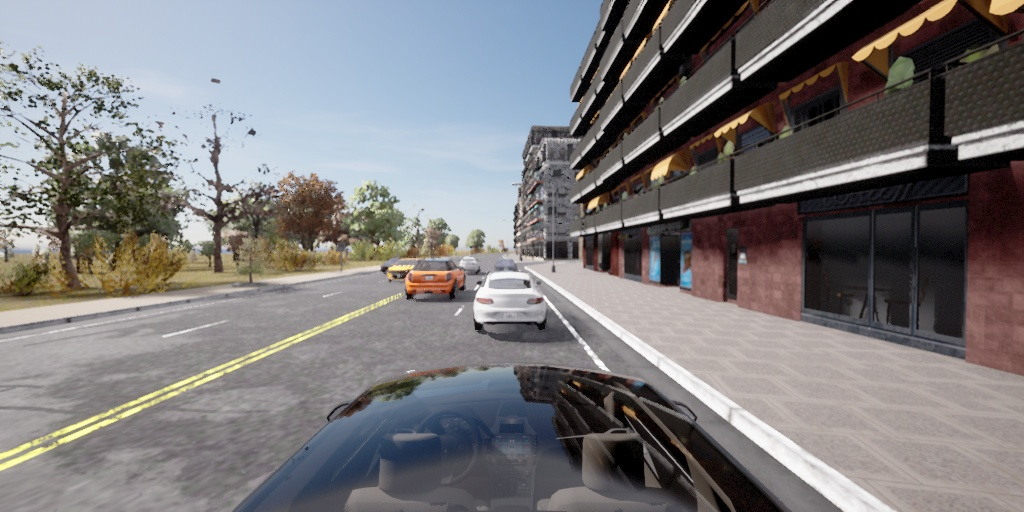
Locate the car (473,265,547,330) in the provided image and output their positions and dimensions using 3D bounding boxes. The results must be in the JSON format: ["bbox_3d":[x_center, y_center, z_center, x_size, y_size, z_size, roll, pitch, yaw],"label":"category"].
[{"bbox_3d":[-0.073,1.151,10.427,1.812,1.442,4.674,0,1,-1],"label":"car"}]

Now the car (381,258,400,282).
[{"bbox_3d":[-7.065,0.902,24.741,1.882,1.535,5.008,0,1,-2],"label":"car"}]

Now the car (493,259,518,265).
[{"bbox_3d":[-0.488,0.932,27.566,2.033,1.411,5.357,0,1,-1],"label":"car"}]

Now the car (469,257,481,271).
[{"bbox_3d":[-3.924,0.831,33.284,1.812,1.442,4.674,0,1,-2],"label":"car"}]

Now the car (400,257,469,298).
[{"bbox_3d":[-3.423,0.889,16.778,2.097,1.767,4.553,0,1,-1],"label":"car"}]
